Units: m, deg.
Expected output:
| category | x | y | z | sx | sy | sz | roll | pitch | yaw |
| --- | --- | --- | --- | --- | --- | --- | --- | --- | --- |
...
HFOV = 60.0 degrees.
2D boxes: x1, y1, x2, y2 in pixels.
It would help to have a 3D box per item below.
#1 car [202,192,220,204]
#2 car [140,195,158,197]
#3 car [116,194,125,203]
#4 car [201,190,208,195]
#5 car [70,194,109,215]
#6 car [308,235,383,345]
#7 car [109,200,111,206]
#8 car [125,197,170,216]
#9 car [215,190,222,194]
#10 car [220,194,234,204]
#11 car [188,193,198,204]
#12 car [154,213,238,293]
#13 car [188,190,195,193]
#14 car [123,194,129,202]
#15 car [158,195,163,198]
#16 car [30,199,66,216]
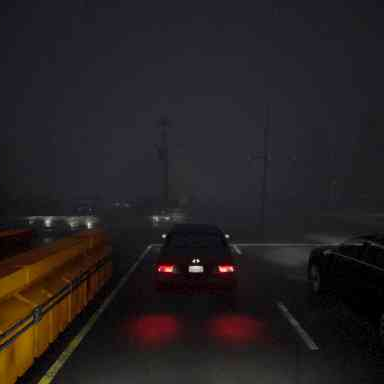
| category | x | y | z | sx | sy | sz | roll | pitch | yaw |
| --- | --- | --- | --- | --- | --- | --- | --- | --- | --- |
| car | 3.667 | 1.333 | 64.986 | 2.097 | 1.767 | 4.553 | 0 | 1 | 0 |
| car | -7.012 | 1.547 | 51.810 | 2.033 | 1.411 | 5.357 | 0 | 0 | 0 |
| car | -13.946 | 1.298 | 67.217 | 2.097 | 1.767 | 4.553 | 0 | 1 | 0 |
| car | 3.479 | 0.190 | 88.555 | 1.994 | 1.385 | 4.181 | 0 | 7 | 0 |
| car | -10.545 | 1.221 | 33.998 | 2.150 | 2.045 | 5.566 | 0 | 0 | 0 |
| car | 3.577 | 1.492 | 5.811 | 2.128 | 1.511 | 4.902 | 0 | 0 | 0 |
| car | -14.011 | 1.564 | 51.884 | 1.994 | 1.385 | 4.181 | 0 | 0 | 0 |
| car | -4.309 | 1.547 | 33.297 | 2.033 | 1.411 | 5.357 | 0 | 0 | -37 |
| car | 6.979 | 0.138 | 88.563 | 1.837 | 1.490 | 4.892 | 0 | 7 | 0 |
| car | 7.164 | 1.536 | 65.803 | 1.994 | 1.385 | 4.181 | 0 | 1 | 0 |
| car | 0.166 | 1.483 | 65.360 | 1.837 | 1.490 | 4.892 | 0 | 1 | 0 |
| car | 0.096 | 1.547 | 8.990 | 2.033 | 1.411 | 5.357 | 0 | 0 | 0 |
| car | -0.021 | 0.116 | 88.533 | 1.882 | 1.535 | 5.008 | 0 | 7 | 0 |
| car | -10.482 | 1.548 | 59.912 | 2.033 | 1.411 | 5.357 | 0 | 0 | 0 |
| car | -6.953 | 1.428 | 67.773 | 2.128 | 1.511 | 4.902 | 0 | 1 | 0 |
| car | -14.047 | 1.505 | 32.747 | 1.837 | 1.490 | 4.892 | 0 | 0 | 0 |
